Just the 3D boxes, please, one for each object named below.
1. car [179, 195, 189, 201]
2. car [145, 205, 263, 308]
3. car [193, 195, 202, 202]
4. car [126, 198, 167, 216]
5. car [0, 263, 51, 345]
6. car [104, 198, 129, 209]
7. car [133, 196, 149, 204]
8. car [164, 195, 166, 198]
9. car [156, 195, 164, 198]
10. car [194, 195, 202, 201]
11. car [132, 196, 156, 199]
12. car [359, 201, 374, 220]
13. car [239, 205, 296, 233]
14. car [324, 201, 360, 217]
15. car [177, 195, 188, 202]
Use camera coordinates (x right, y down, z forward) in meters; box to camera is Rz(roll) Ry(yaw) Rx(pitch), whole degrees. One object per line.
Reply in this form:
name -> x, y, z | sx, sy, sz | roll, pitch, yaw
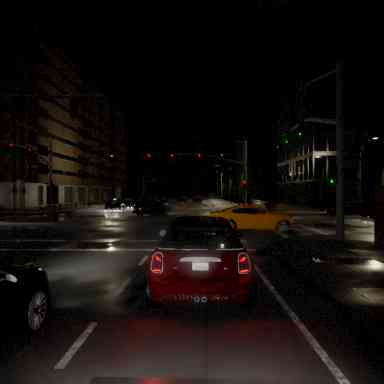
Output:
car -> -1.966, 1.540, 83.912 | 2.033, 1.411, 5.357 | 0, 0, 2
car -> 0.218, 1.352, 8.085 | 2.097, 1.767, 4.553 | 0, 0, 2
car -> 1.237, 1.478, 73.805 | 1.882, 1.535, 5.008 | 0, 0, 2
car -> -3.828, 1.572, 32.187 | 2.033, 1.411, 5.357 | 0, 0, 20
car -> -3.397, 1.492, 3.856 | 2.128, 1.511, 4.902 | 0, 0, 1
car -> -10.166, 1.564, 44.118 | 1.994, 1.385, 4.181 | 0, 0, 1
car -> -9.642, 1.491, 63.012 | 2.128, 1.511, 4.902 | 0, 0, 2
car -> -6.077, 1.352, 64.809 | 2.097, 1.767, 4.553 | 0, 0, 2
car -> -6.412, 1.491, 55.005 | 2.128, 1.511, 4.902 | 0, 0, 2
car -> 1.536, 1.478, 83.960 | 1.882, 1.535, 5.008 | 0, 0, 2
car -> -6.636, 1.564, 46.114 | 1.994, 1.385, 4.181 | 0, 0, 1
car -> 16.690, 1.603, 26.451 | 5.357, 1.411, 2.033 | 0, 0, 1
car -> 3.509, 1.514, 19.522 | 5.008, 1.535, 1.882 | 0, 0, 1
car -> 14.502, 1.547, 29.998 | 4.902, 1.511, 2.128 | 0, 0, 1
car -> -2.262, 1.524, 73.826 | 2.128, 1.511, 4.902 | 0, 0, 2
